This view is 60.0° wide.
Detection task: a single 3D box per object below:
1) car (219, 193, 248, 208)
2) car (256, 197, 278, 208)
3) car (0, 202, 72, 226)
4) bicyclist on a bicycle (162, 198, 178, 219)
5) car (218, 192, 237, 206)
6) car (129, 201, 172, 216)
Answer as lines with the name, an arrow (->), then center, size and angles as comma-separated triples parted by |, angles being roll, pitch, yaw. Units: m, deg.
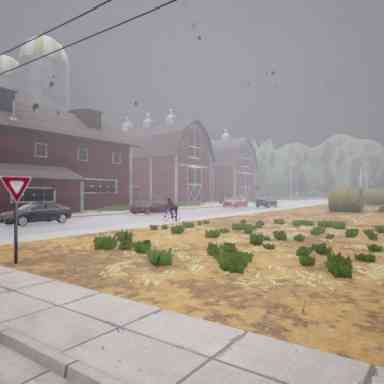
car -> 6.173, 1.324, 47.415 | 2.097, 1.767, 4.553 | 0, 0, 35
car -> 10.758, 1.477, 47.758 | 1.837, 1.490, 4.892 | 0, 0, 35
car -> -10.764, 1.478, 23.096 | 1.837, 1.490, 4.892 | 0, 0, 35
bicyclist on a bicycle -> -1.497, 1.274, 23.328 | 1.656, 1.620, 0.582 | 0, 0, 35
car -> 5.734, 1.118, 54.102 | 1.905, 1.878, 3.866 | 6, 1, -8
car -> -3.975, 1.574, 32.897 | 1.895, 1.301, 4.718 | 0, 0, 35
